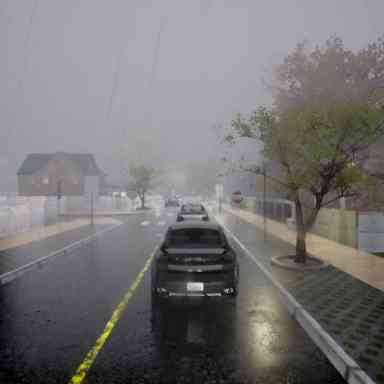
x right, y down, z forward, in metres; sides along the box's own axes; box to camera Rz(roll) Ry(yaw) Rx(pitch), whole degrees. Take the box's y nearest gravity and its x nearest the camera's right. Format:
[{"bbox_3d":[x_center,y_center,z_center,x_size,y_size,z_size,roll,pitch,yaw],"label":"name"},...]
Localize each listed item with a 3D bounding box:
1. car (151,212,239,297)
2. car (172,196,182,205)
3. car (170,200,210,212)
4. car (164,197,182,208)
[{"bbox_3d":[0.072,1.502,8.576,1.837,1.490,4.892,0,0,0],"label":"car"},{"bbox_3d":[-2.817,1.603,63.813,1.812,1.442,4.674,0,0,0],"label":"car"},{"bbox_3d":[0.045,1.488,20.281,2.128,1.511,4.902,0,0,0],"label":"car"},{"bbox_3d":[-2.856,1.596,48.098,1.994,1.385,4.181,0,0,0],"label":"car"}]
